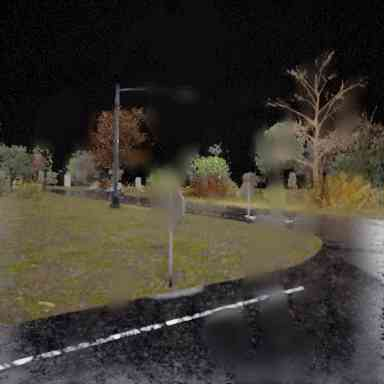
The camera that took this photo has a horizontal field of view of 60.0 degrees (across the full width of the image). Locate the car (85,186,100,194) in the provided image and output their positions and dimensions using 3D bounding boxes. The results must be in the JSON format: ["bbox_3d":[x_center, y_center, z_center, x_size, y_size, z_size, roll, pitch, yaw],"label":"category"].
[{"bbox_3d":[-17.793,-0.426,59.744,1.812,1.442,4.674,1,2,-36],"label":"car"}]

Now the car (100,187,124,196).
[{"bbox_3d":[-12.206,-0.118,51.947,1.812,1.442,4.674,1,2,-36],"label":"car"}]
